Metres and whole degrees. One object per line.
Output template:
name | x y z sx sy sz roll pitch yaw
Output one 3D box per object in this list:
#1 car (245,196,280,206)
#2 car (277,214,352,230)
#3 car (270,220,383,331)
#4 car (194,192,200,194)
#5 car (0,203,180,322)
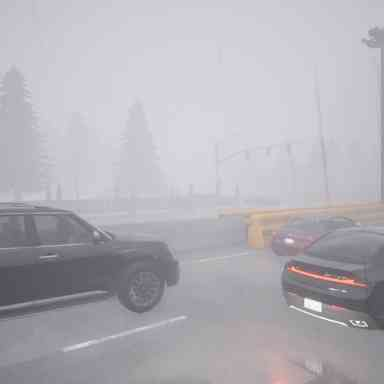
car | 9.223 1.135 43.710 1.895 1.301 4.718 -1 1 -34
car | 4.619 1.441 11.331 4.181 1.385 1.994 -1 1 -35
car | 3.808 1.435 6.464 4.892 1.490 1.837 -1 1 -35
car | 1.048 0.834 76.665 2.128 1.511 4.902 -1 1 3
car | -2.912 1.217 5.968 5.566 2.045 2.150 0 0 -36
